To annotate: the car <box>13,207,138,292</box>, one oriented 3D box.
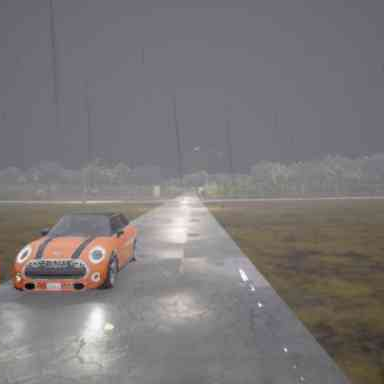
[{"bbox_3d":[-2.823,1.341,9.061,2.097,1.767,4.553,0,0,0],"label":"car"}]
